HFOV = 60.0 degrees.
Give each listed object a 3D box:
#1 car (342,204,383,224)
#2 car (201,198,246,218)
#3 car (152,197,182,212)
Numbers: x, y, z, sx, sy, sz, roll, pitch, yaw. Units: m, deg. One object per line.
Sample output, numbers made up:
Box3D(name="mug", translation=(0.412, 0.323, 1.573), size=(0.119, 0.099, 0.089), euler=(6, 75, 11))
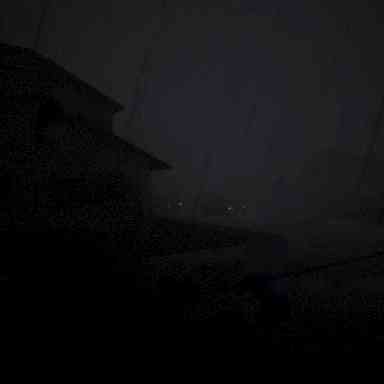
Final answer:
Box3D(name="car", translation=(12.792, 1.526, 22.819), size=(1.812, 1.442, 4.674), euler=(-1, 1, -37))
Box3D(name="car", translation=(2.796, 1.352, 30.209), size=(2.097, 1.767, 4.553), euler=(0, 0, -36))
Box3D(name="car", translation=(-3.047, 1.352, 38.484), size=(2.097, 1.767, 4.553), euler=(0, 0, -35))
